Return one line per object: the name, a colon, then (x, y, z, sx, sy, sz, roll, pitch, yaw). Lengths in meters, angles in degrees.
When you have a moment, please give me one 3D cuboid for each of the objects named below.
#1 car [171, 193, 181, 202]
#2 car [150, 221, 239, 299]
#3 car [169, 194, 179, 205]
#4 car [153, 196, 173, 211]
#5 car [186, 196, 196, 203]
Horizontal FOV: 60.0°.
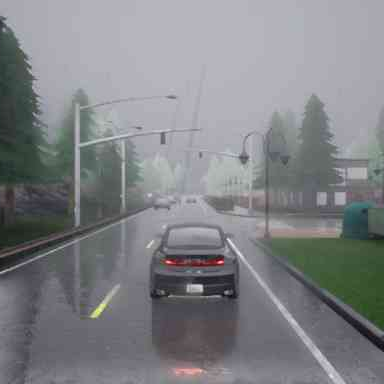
car: (-3.659, 1.195, 72.291, 2.150, 2.045, 5.566, 0, 0, 0)
car: (0.055, 1.504, 8.456, 1.837, 1.490, 4.892, 0, 0, 0)
car: (-3.702, 1.519, 56.881, 1.812, 1.442, 4.674, 0, 0, 0)
car: (-3.687, 1.520, 41.614, 1.812, 1.442, 4.674, 0, 0, 0)
car: (-0.147, 1.556, 66.664, 1.994, 1.385, 4.181, 0, 0, 0)
